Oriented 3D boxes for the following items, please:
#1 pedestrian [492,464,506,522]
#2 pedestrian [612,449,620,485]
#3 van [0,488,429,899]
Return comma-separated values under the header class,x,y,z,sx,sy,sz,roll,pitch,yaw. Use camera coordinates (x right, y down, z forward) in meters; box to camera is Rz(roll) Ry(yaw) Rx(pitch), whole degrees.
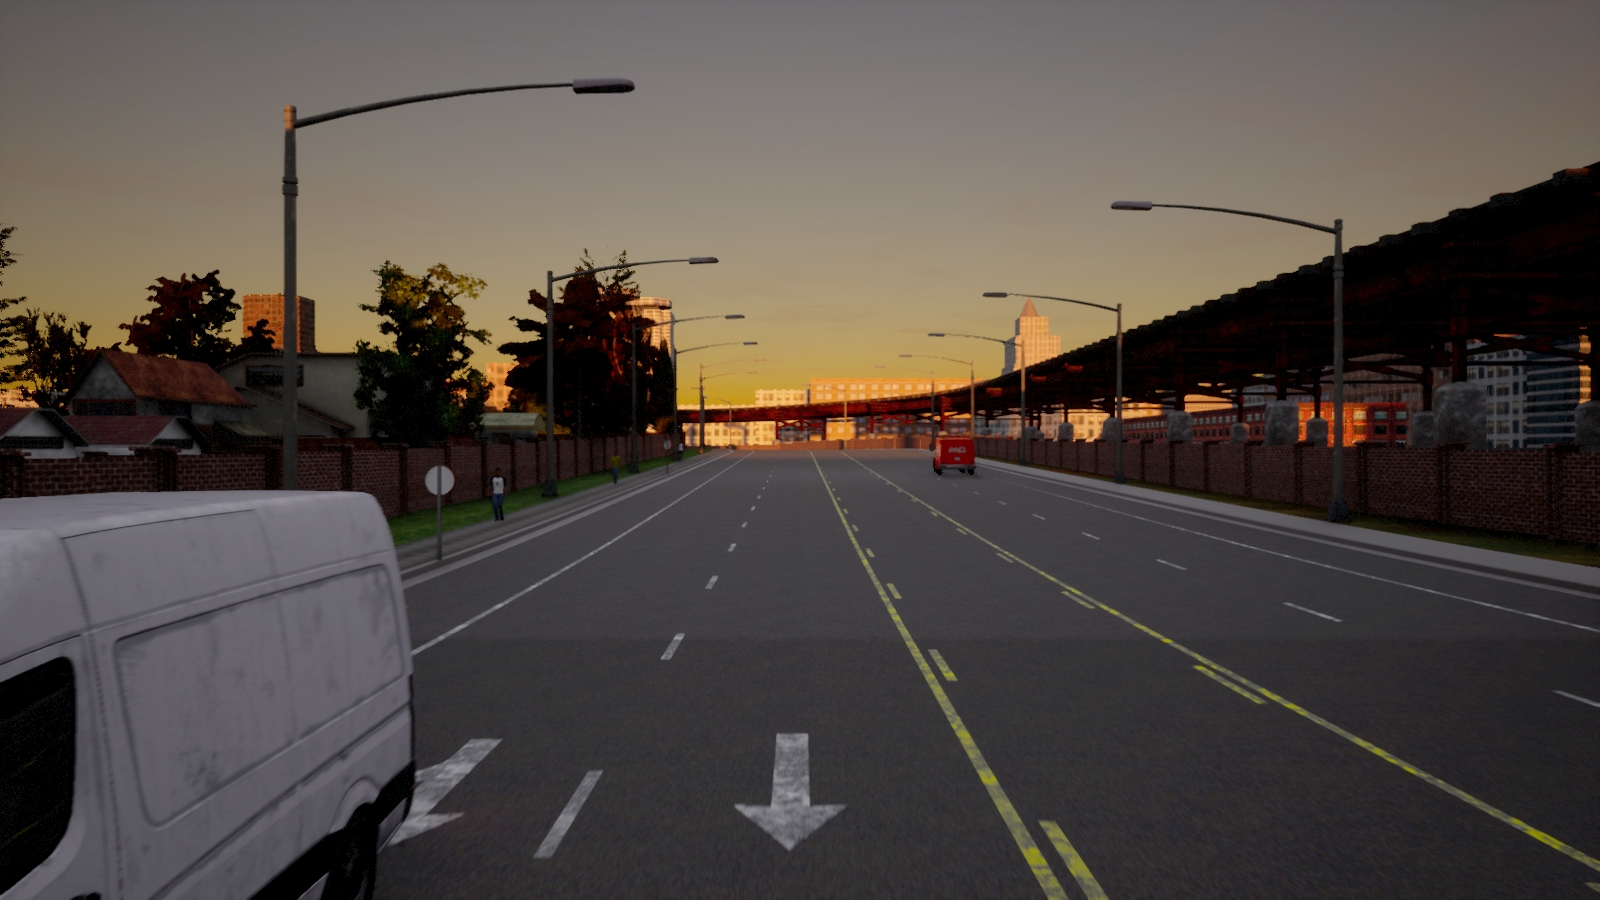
class,x,y,z,sx,sy,sz,roll,pitch,yaw
pedestrian,-9.888,1.404,37.491,0.375,1.860,0.375,0,0,-3
pedestrian,-9.770,0.894,60.531,0.375,1.860,0.375,0,0,-1
van,-3.506,1.535,4.795,1.988,2.561,5.915,0,0,0
